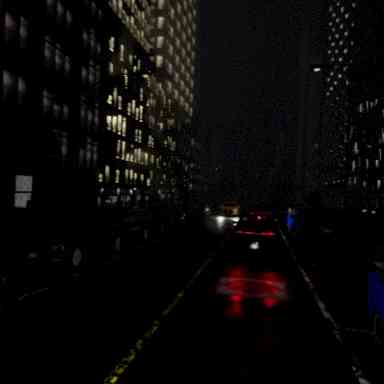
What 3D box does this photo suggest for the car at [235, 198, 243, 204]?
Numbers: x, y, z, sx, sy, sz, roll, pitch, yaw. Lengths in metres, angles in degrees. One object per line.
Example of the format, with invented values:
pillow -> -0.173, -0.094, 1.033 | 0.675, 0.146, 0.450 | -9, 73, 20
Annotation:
car -> 13.486, 2.551, 94.501 | 2.008, 1.369, 4.403 | 2, 0, 12

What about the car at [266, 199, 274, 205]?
car -> 21.690, 2.734, 92.803 | 1.967, 1.590, 4.097 | 1, 0, 12

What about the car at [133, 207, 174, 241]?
car -> -2.614, 1.544, 16.582 | 2.008, 1.369, 4.403 | 2, 0, 12

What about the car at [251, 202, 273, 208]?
car -> 5.822, 1.897, 29.015 | 1.812, 1.442, 4.674 | 2, 0, 12

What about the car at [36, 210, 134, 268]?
car -> -3.763, 1.466, 11.016 | 1.887, 1.381, 4.507 | 2, 0, 12

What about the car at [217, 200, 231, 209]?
car -> 5.435, 2.081, 55.541 | 1.802, 1.307, 4.206 | 2, 0, 12

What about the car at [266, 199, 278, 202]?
car -> 15.944, 2.252, 64.976 | 2.192, 1.841, 5.009 | 1, 0, 12

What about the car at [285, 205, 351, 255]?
car -> 5.594, 1.602, 14.885 | 2.192, 1.841, 5.009 | 1, 0, 12

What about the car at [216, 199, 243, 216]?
car -> 4.191, 1.829, 36.444 | 1.882, 1.535, 5.008 | 2, -1, 12

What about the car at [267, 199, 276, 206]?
car -> 19.391, 2.592, 81.672 | 1.967, 1.590, 4.097 | 1, 0, 12

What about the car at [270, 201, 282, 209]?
car -> 11.338, 2.199, 42.711 | 2.008, 1.369, 4.403 | 1, 0, 12

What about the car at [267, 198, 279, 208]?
car -> 17.094, 2.323, 70.542 | 2.192, 1.841, 5.009 | 1, 0, 12

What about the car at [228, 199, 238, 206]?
car -> 8.853, 2.238, 72.072 | 1.752, 1.417, 4.829 | 2, 0, 12

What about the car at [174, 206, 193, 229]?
car -> -1.464, 1.648, 22.147 | 1.802, 1.307, 4.206 | 2, 0, 12

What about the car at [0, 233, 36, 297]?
car -> -4.914, 1.414, 5.451 | 1.947, 1.339, 4.313 | 2, 0, 12

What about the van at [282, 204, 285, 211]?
van -> 6.744, 1.700, 20.451 | 1.690, 1.788, 3.998 | 1, 0, 12

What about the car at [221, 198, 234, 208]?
car -> 6.589, 2.011, 61.107 | 1.967, 1.590, 4.097 | 2, 0, 12

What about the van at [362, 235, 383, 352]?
van -> 3.294, 1.483, 3.754 | 1.690, 1.788, 3.998 | 1, 0, 12

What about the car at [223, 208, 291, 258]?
car -> 2.648, 1.663, 13.663 | 2.128, 1.511, 4.902 | 2, 0, 12

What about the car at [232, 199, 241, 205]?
car -> 11.185, 2.424, 83.370 | 1.947, 1.339, 4.313 | 2, 0, 12

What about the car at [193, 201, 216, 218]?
car -> 0.836, 1.761, 33.279 | 2.008, 1.369, 4.403 | 2, 0, 12

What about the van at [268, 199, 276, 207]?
van -> 18.243, 2.421, 76.107 | 1.690, 1.788, 3.998 | 1, 0, 12
